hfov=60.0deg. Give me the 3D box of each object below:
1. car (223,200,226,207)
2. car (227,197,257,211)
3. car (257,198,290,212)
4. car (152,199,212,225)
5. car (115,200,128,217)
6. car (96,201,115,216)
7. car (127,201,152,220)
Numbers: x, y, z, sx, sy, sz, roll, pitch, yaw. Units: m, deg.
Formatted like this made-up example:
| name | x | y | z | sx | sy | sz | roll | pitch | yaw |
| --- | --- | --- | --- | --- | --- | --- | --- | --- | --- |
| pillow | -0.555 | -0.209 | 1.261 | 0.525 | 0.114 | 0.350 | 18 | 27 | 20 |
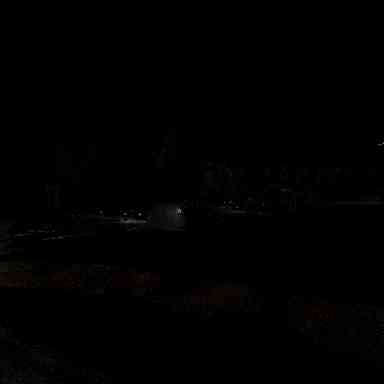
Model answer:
| name | x | y | z | sx | sy | sz | roll | pitch | yaw |
| --- | --- | --- | --- | --- | --- | --- | --- | --- | --- |
| car | 6.761 | 1.506 | 52.206 | 1.837 | 1.490 | 4.892 | 0 | 0 | 37 |
| car | 6.404 | 1.563 | 39.899 | 1.994 | 1.385 | 4.181 | 0 | 0 | 36 |
| car | 9.778 | 1.477 | 38.585 | 1.882 | 1.535 | 5.008 | 0 | 0 | 36 |
| car | -0.463 | 1.352 | 24.533 | 2.097 | 1.767 | 4.553 | 0 | 0 | 36 |
| car | -4.266 | 1.547 | 31.204 | 2.033 | 1.411 | 5.357 | 0 | 0 | 36 |
| car | -6.986 | 1.547 | 33.413 | 2.033 | 1.411 | 5.357 | 0 | 0 | 36 |
| car | -2.853 | 1.564 | 27.194 | 1.994 | 1.385 | 4.181 | 0 | 0 | 36 |
